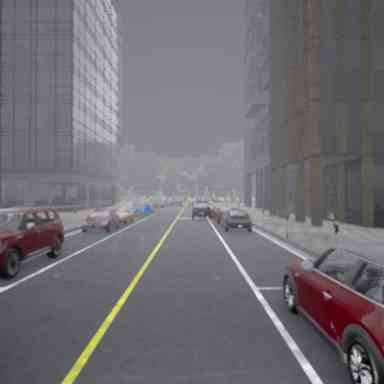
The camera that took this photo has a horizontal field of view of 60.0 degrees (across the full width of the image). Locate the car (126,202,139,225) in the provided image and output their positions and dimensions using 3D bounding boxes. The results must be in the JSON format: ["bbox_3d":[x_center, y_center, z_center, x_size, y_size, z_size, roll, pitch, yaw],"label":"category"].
[{"bbox_3d":[-5.736,1.798,26.713,1.752,1.417,4.829,0,-1,0],"label":"car"}]

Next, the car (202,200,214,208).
[{"bbox_3d":[2.824,2.163,59.497,2.008,1.369,4.403,0,-1,0],"label":"car"}]

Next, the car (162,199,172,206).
[{"bbox_3d":[-5.684,2.353,75.818,1.947,1.339,4.313,0,-1,0],"label":"car"}]

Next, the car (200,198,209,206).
[{"bbox_3d":[2.841,2.227,75.810,1.967,1.590,4.097,0,-1,0],"label":"car"}]

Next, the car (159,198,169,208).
[{"bbox_3d":[-5.701,2.179,59.506,1.947,1.339,4.313,0,-1,0],"label":"car"}]

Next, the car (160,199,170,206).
[{"bbox_3d":[-5.690,2.252,70.212,1.752,1.417,4.829,0,-1,0],"label":"car"}]

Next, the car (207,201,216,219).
[{"bbox_3d":[2.795,1.874,32.311,1.887,1.381,4.507,0,-1,0],"label":"car"}]

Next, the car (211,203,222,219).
[{"bbox_3d":[2.790,1.818,26.874,1.887,1.381,4.507,0,-1,0],"label":"car"}]

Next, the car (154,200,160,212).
[{"bbox_3d":[-5.718,1.993,43.195,2.008,1.369,4.403,0,-1,0],"label":"car"}]

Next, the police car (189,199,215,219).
[{"bbox_3d":[0.924,1.763,33.128,1.930,1.638,5.238,0,-1,0],"label":"police car"}]

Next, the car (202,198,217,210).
[{"bbox_3d":[2.818,1.870,54.063,2.192,1.841,5.009,0,-1,0],"label":"car"}]

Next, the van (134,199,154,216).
[{"bbox_3d":[-5.724,1.727,37.760,1.690,1.788,3.998,0,-1,0],"label":"van"}]

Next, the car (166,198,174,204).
[{"bbox_3d":[-5.673,2.345,86.694,1.967,1.590,4.097,0,-1,0],"label":"car"}]

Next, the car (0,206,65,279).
[{"bbox_3d":[-5.753,1.424,10.573,2.192,1.841,5.009,0,-1,0],"label":"car"}]

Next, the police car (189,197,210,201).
[{"bbox_3d":[0.945,1.866,43.128,1.930,1.638,5.238,0,-1,0],"label":"police car"}]

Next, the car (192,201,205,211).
[{"bbox_3d":[0.952,2.029,49.017,1.812,1.442,4.674,0,-1,0],"label":"car"}]

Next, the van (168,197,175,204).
[{"bbox_3d":[-5.668,2.306,92.132,1.690,1.788,3.998,0,-1,0],"label":"van"}]

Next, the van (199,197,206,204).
[{"bbox_3d":[2.858,2.305,92.123,1.690,1.788,3.998,0,-1,0],"label":"van"}]

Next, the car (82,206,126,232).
[{"bbox_3d":[-5.741,1.801,21.445,1.802,1.307,4.206,0,-1,0],"label":"car"}]

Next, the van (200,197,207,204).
[{"bbox_3d":[2.852,2.246,86.686,1.690,1.788,3.998,0,-1,0],"label":"van"}]

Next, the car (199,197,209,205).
[{"bbox_3d":[2.846,2.160,81.249,2.192,1.841,5.009,0,-1,0],"label":"car"}]

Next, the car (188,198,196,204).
[{"bbox_3d":[0.089,2.302,84.800,1.994,1.385,4.181,0,-1,0],"label":"car"}]

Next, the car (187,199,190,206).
[{"bbox_3d":[0.073,2.075,69.908,1.882,1.535,5.008,0,-1,0],"label":"car"}]

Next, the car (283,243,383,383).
[{"bbox_3d":[2.767,1.493,5.126,1.967,1.590,4.097,0,-1,0],"label":"car"}]

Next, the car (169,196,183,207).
[{"bbox_3d":[-2.953,1.889,64.721,2.150,2.045,5.566,0,-1,1],"label":"car"}]

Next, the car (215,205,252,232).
[{"bbox_3d":[2.784,1.769,21.436,2.008,1.369,4.403,0,-1,0],"label":"car"}]

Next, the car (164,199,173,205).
[{"bbox_3d":[-5.679,2.370,81.086,1.752,1.417,4.829,0,-1,0],"label":"car"}]

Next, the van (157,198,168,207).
[{"bbox_3d":[-5.696,2.012,64.946,1.690,1.788,3.998,0,-1,0],"label":"van"}]
